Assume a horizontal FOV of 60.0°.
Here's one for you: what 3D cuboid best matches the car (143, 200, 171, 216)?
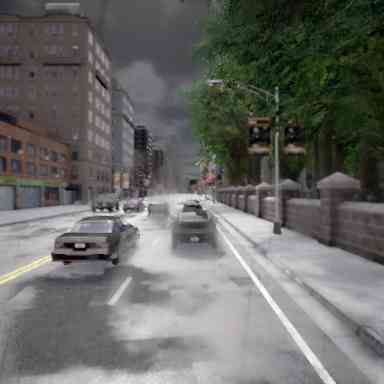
[{"bbox_3d":[-3.145,1.515,32.326,2.128,1.511,4.902,0,0,0],"label":"car"}]

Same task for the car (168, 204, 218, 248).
[{"bbox_3d":[0.104,1.515,14.787,1.837,1.490,4.892,0,0,0],"label":"car"}]

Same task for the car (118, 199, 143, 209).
[{"bbox_3d":[-6.587,1.575,37.961,2.033,1.411,5.357,0,0,0],"label":"car"}]

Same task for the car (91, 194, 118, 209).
[{"bbox_3d":[-9.833,1.249,38.221,2.150,2.045,5.566,0,0,0],"label":"car"}]

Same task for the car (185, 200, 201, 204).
[{"bbox_3d":[0.106,1.528,32.367,1.837,1.490,4.892,0,0,0],"label":"car"}]

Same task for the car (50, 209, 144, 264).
[{"bbox_3d":[-3.147,1.555,11.861,2.033,1.411,5.357,0,0,0],"label":"car"}]
